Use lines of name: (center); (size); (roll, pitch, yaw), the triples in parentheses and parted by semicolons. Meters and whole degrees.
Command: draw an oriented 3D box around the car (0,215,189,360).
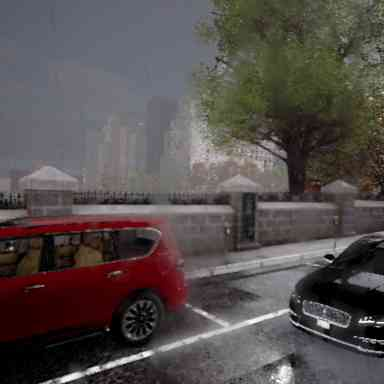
car: (-2.375, 1.321, 4.843); (5.009, 1.841, 2.192); (1, 1, -35)

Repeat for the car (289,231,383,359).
car: (3.822, 1.547, 6.087); (4.892, 1.490, 1.837); (-2, 1, -35)
